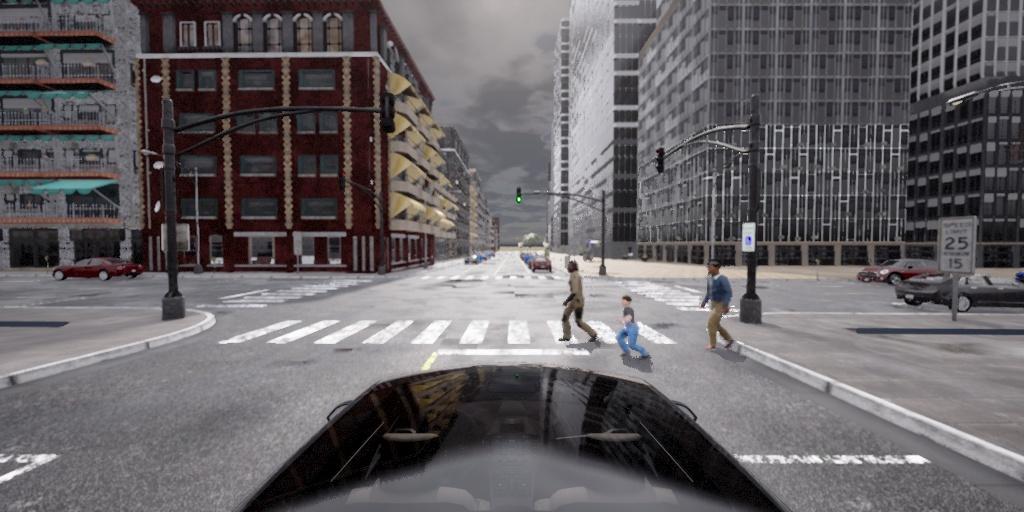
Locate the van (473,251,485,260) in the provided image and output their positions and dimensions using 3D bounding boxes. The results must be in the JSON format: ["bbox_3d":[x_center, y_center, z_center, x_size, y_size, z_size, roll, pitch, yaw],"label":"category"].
[{"bbox_3d":[-5.577,0.156,56.014,1.690,1.789,3.998,0,0,0],"label":"van"}]

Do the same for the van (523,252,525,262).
[{"bbox_3d":[2.760,0.257,50.384,1.690,1.789,3.998,0,0,0],"label":"van"}]

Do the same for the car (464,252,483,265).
[{"bbox_3d":[-5.589,0.481,50.369,1.948,1.339,4.313,0,0,0],"label":"car"}]

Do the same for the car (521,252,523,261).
[{"bbox_3d":[2.771,0.361,56.029,1.888,1.381,4.507,0,0,0],"label":"car"}]

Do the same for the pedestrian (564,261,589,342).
[{"bbox_3d":[1.392,0.944,7.785,0.375,1.860,0.375,-1,2,0],"label":"pedestrian"}]

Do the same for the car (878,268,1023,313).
[{"bbox_3d":[16.739,1.262,13.118,4.403,1.370,2.007,0,0,1],"label":"car"}]

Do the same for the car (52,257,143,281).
[{"bbox_3d":[-25.813,0.772,22.398,4.507,1.381,1.888,0,0,1],"label":"car"}]

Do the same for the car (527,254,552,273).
[{"bbox_3d":[2.724,0.758,33.449,1.888,1.381,4.507,0,0,0],"label":"car"}]

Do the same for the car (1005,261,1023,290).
[{"bbox_3d":[29.732,1.067,18.803,5.008,1.535,1.882,0,2,1],"label":"car"}]

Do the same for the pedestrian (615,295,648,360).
[{"bbox_3d":[2.189,1.244,6.593,0.375,1.300,0.375,-1,2,0],"label":"pedestrian"}]

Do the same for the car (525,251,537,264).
[{"bbox_3d":[2.736,0.554,39.094,1.967,1.591,4.097,0,0,0],"label":"car"}]

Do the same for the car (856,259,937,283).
[{"bbox_3d":[23.416,0.910,21.648,4.097,1.591,1.967,0,0,1],"label":"car"}]

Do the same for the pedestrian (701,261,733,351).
[{"bbox_3d":[4.077,0.954,7.180,0.375,1.860,0.375,-1,2,0],"label":"pedestrian"}]
